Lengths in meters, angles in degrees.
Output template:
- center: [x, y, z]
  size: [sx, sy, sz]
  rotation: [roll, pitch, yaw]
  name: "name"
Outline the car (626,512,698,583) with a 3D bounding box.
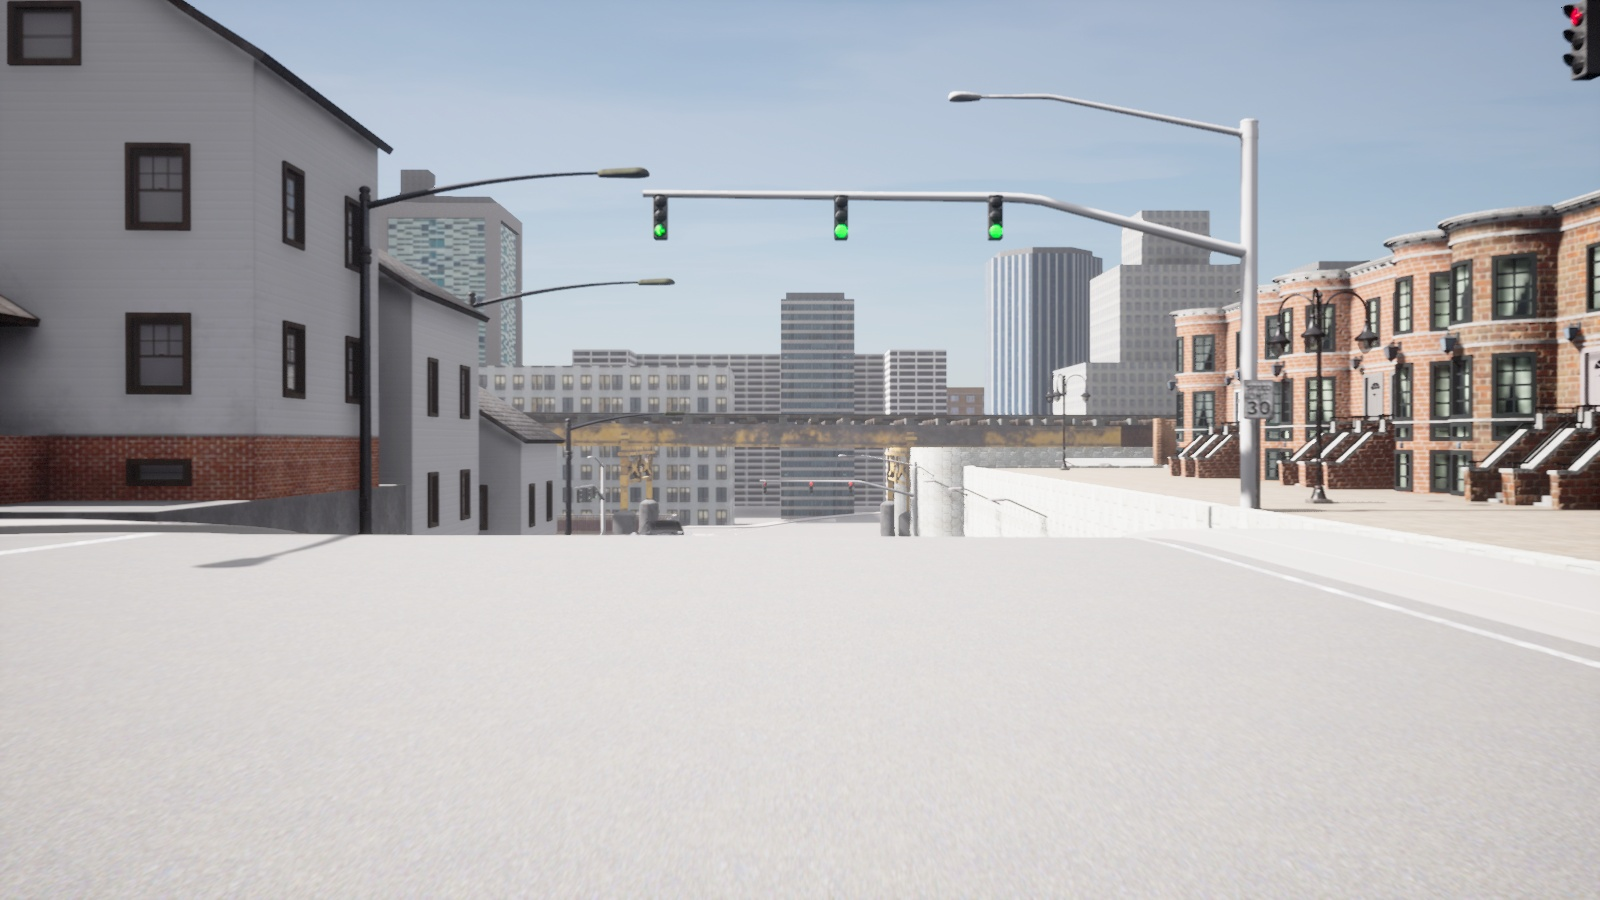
- center: [-3.320, 2.392, 30.436]
  size: [1.481, 1.376, 2.207]
  rotation: [-1, -13, 0]
  name: "car"
